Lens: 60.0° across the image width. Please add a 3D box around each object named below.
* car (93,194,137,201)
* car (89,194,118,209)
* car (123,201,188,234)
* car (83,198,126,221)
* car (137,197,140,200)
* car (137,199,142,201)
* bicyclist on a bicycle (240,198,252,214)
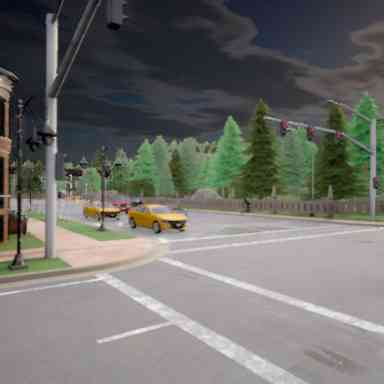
[{"bbox_3d":[-8.262,1.297,35.024,2.150,2.045,5.566,0,0,-35],"label":"car"},{"bbox_3d":[-12.765,1.318,47.696,2.150,2.045,5.566,0,0,-35],"label":"car"},{"bbox_3d":[-2.140,1.533,20.114,1.882,1.535,5.008,0,0,-35],"label":"car"},{"bbox_3d":[-7.618,1.533,27.957,1.882,1.535,5.008,0,0,-35],"label":"car"},{"bbox_3d":[-8.812,1.467,48.118,2.097,1.767,4.553,0,0,-35],"label":"car"},{"bbox_3d":[-2.162,1.568,26.254,2.128,1.511,4.902,0,0,-35],"label":"car"},{"bbox_3d":[5.579,1.441,34.335,1.656,1.620,0.582,0,0,-35],"label":"bicyclist on a bicycle"}]
